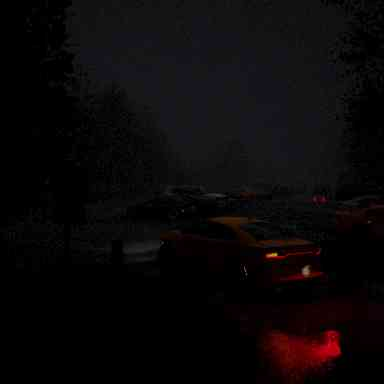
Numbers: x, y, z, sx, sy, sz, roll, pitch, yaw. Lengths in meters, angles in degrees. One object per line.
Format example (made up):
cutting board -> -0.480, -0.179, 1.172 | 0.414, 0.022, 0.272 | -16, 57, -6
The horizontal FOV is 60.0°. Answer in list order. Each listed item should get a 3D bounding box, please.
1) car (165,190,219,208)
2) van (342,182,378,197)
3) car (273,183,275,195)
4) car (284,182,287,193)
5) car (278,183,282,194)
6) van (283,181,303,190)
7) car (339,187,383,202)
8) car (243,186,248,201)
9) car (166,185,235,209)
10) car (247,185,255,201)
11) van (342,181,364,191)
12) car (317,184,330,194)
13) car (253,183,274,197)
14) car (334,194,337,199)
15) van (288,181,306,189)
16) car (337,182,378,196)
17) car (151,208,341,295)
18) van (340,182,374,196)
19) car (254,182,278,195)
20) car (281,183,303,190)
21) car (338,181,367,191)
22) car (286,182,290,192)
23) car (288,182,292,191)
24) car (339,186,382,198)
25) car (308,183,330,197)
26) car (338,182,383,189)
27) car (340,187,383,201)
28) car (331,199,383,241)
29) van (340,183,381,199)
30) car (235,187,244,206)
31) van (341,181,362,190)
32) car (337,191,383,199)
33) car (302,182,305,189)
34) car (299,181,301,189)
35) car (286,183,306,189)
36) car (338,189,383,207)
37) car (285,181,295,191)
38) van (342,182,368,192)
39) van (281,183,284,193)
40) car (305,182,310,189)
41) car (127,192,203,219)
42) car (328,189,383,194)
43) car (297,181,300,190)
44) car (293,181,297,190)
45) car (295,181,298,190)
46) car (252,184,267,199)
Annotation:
car -> -0.893, 0.867, 24.658 | 5.008, 1.535, 2.097 | 1, 3, 24
van -> 23.634, -0.346, 46.987 | 4.442, 1.987, 1.878 | 1, 2, 24
car -> 8.206, -0.044, 44.885 | 4.892, 1.521, 2.231 | 1, 3, 24
car -> 12.742, -0.395, 55.016 | 4.792, 1.488, 2.163 | 1, 2, 24
car -> 10.517, -0.209, 49.931 | 4.792, 1.488, 2.163 | 1, 2, 24
van -> 25.195, -1.668, 82.872 | 4.442, 1.987, 1.878 | 1, 2, 24
car -> 19.062, 0.293, 37.057 | 4.792, 1.488, 2.163 | 1, 3, 24
car -> 2.526, 0.518, 32.245 | 4.892, 1.521, 2.231 | 1, 3, 24
car -> 0.267, 0.500, 27.166 | 5.566, 2.045, 2.435 | 1, 3, 24
car -> 3.490, 0.395, 34.852 | 5.366, 1.575, 1.946 | 1, 3, 24
van -> 36.191, -1.365, 74.870 | 4.442, 1.987, 1.878 | 1, 2, 24
car -> 22.508, -0.485, 56.807 | 1.882, 1.535, 5.008 | 1, 2, 24
car -> 7.245, 0.059, 42.285 | 5.366, 1.575, 1.946 | 1, 3, 24
car -> 11.001, 1.103, 19.304 | 4.792, 1.488, 2.163 | 1, 3, 24
van -> 28.606, -1.871, 90.449 | 4.442, 1.987, 1.878 | 1, 1, 24
car -> 25.776, -0.558, 52.093 | 5.566, 2.045, 2.435 | 1, 2, 24
car -> 0.921, 1.371, 8.558 | 1.882, 1.535, 5.008 | 2, -1, -31
van -> 24.558, -0.442, 49.607 | 4.442, 1.987, 1.878 | 1, 2, 24
car -> 9.381, -0.269, 47.397 | 4.553, 1.767, 2.185 | 1, 2, 24
car -> 24.164, -1.308, 80.303 | 4.674, 1.452, 2.002 | 1, 2, 24
car -> 34.921, -1.301, 72.404 | 5.566, 2.045, 2.435 | 1, 2, 24
car -> 13.882, -0.487, 57.545 | 4.792, 1.488, 2.163 | 1, 2, 24
car -> 15.021, -0.580, 60.075 | 4.792, 1.488, 2.163 | 1, 2, 24
car -> 22.396, -0.030, 44.516 | 5.008, 1.535, 2.097 | 1, 2, 24
car -> 18.282, -0.128, 47.423 | 2.128, 1.511, 4.902 | 1, 2, 24
car -> 15.599, 0.358, 29.360 | 5.566, 2.045, 2.435 | 1, 3, 24
car -> 20.145, 0.193, 39.461 | 4.792, 1.488, 2.163 | 1, 2, 24
car -> 8.800, 1.301, 14.358 | 5.008, 1.535, 2.097 | 1, 3, 24
van -> 21.149, -0.162, 42.016 | 4.442, 1.987, 1.878 | 1, 2, 24
car -> 1.550, 0.634, 29.642 | 5.366, 1.575, 1.946 | 1, 3, 24
van -> 38.255, -1.553, 80.022 | 4.442, 1.987, 1.878 | 1, 2, 24
car -> 9.970, 1.060, 16.862 | 4.553, 1.767, 2.185 | 1, 3, 24
car -> 23.017, -1.256, 77.775 | 5.008, 1.535, 2.097 | 1, 2, 24
car -> 20.716, -1.197, 72.720 | 4.553, 1.767, 2.185 | 1, 2, 24
car -> 27.595, -1.566, 87.858 | 4.792, 1.488, 2.163 | 1, 2, 24
car -> 16.685, 0.521, 31.919 | 4.792, 1.488, 2.163 | 1, 3, 24
car -> 16.018, -0.707, 62.668 | 5.366, 1.575, 1.946 | 1, 2, 24
van -> 31.643, -0.996, 64.772 | 4.442, 1.987, 1.878 | 1, 2, 24
van -> 11.736, -0.555, 52.416 | 4.442, 1.987, 1.878 | 1, 2, 24
car -> 26.466, -1.784, 85.341 | 5.566, 2.045, 2.435 | 1, 2, 24
car -> -2.064, 1.012, 22.144 | 4.792, 1.488, 2.163 | 1, 3, 24
car -> 13.132, 0.835, 24.413 | 5.366, 1.575, 1.946 | 1, 3, 24
car -> 19.435, -0.984, 70.258 | 5.366, 1.575, 1.946 | 1, 2, 24
car -> 17.332, -0.792, 65.120 | 4.892, 1.521, 2.231 | 1, 2, 24
car -> 18.460, -0.885, 67.655 | 4.892, 1.521, 2.231 | 1, 2, 24
car -> 5.818, 0.159, 40.020 | 5.366, 1.575, 1.946 | 1, 3, 24
